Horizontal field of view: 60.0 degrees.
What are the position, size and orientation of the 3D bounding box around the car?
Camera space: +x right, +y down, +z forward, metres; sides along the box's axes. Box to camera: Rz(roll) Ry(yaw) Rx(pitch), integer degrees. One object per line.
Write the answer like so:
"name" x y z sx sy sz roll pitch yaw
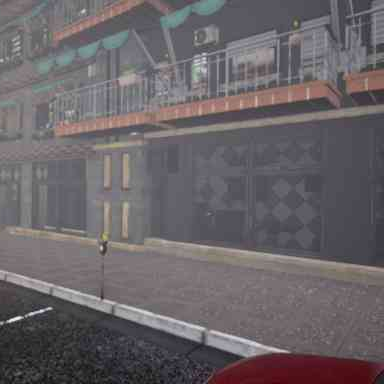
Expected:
"car" 1.819 1.582 1.566 4.206 1.307 1.802 0 1 36
